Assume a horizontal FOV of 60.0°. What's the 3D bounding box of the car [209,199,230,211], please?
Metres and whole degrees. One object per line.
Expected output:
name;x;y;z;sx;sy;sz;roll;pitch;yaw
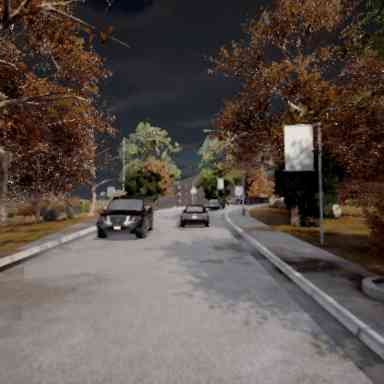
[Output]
car;3.030;1.552;41.403;1.994;1.385;4.181;-2;0;18

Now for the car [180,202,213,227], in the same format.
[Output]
car;0.212;1.591;23.353;1.994;1.385;4.181;0;0;1

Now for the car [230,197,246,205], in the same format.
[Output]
car;7.551;1.549;57.408;2.128;1.511;4.902;-3;-3;37

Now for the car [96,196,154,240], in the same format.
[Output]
car;-3.308;1.244;17.583;2.150;2.045;5.566;0;0;1
